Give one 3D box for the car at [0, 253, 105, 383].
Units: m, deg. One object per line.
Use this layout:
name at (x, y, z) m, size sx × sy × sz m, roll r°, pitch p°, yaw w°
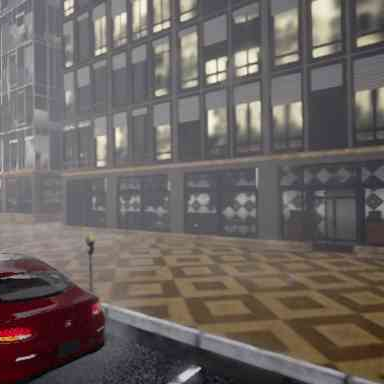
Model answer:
car at (-3.046, 1.584, 4.905) m, size 4.206 × 1.307 × 1.802 m, roll 0°, pitch -1°, yaw 35°
